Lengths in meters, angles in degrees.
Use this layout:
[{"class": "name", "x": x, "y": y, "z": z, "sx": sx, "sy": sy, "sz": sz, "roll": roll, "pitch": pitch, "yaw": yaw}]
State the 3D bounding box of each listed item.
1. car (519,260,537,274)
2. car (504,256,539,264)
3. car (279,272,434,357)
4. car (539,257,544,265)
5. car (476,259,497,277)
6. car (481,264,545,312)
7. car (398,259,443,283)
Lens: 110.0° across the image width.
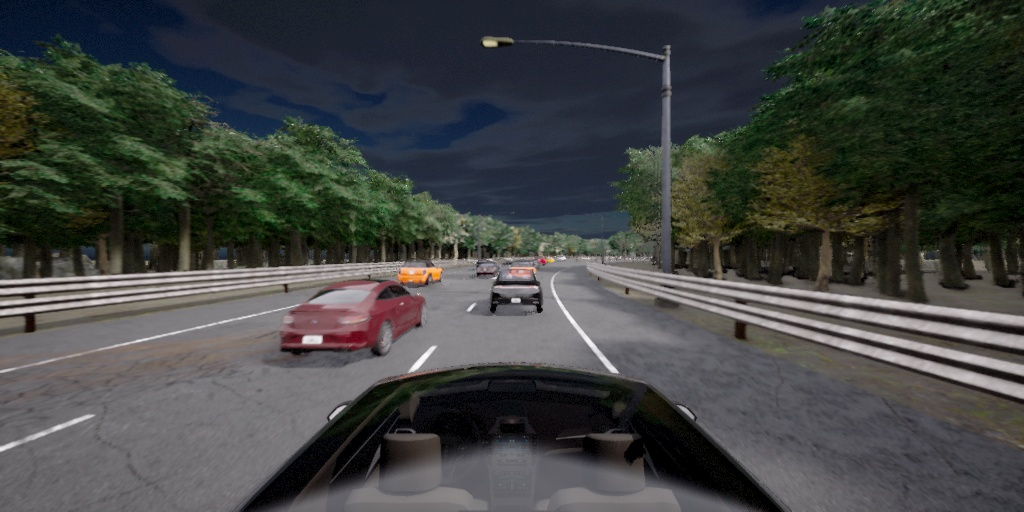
[{"class": "car", "x": 1.878, "y": 1.240, "z": 41.725, "sx": 1.882, "sy": 1.535, "sz": 5.008, "roll": 0, "pitch": 0, "yaw": 5}, {"class": "car", "x": 0.784, "y": 1.108, "z": 27.299, "sx": 2.097, "sy": 1.767, "sz": 4.553, "roll": 0, "pitch": 0, "yaw": 3}, {"class": "car", "x": -3.377, "y": 1.271, "z": 8.444, "sx": 1.812, "sy": 1.442, "sz": 4.674, "roll": 0, "pitch": 0, "yaw": 1}, {"class": "car", "x": 3.477, "y": 1.297, "z": 56.518, "sx": 2.033, "sy": 1.411, "sz": 5.357, "roll": 0, "pitch": 0, "yaw": 7}, {"class": "car", "x": -2.231, "y": 1.301, "z": 35.377, "sx": 2.033, "sy": 1.411, "sz": 5.357, "roll": 0, "pitch": 0, "yaw": 5}, {"class": "car", "x": 0.205, "y": 1.245, "z": 14.198, "sx": 2.128, "sy": 1.511, "sz": 4.902, "roll": 0, "pitch": 0, "yaw": 2}, {"class": "car", "x": -6.285, "y": 1.091, "z": 25.056, "sx": 2.097, "sy": 1.767, "sz": 4.553, "roll": 1, "pitch": 0, "yaw": 3}]
